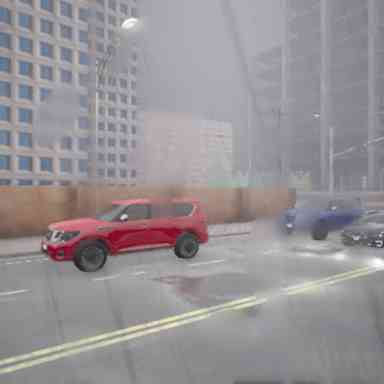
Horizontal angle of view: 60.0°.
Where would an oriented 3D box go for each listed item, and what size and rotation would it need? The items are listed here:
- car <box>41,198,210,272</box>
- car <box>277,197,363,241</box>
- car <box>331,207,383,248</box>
[{"bbox_3d":[-1.972,1.237,11.173,5.566,2.045,2.150,0,0,-36],"label":"car"},{"bbox_3d":[6.888,1.268,17.383,5.566,2.045,2.150,0,0,-35],"label":"car"},{"bbox_3d":[8.245,1.549,14.063,4.892,1.490,1.837,1,0,-35],"label":"car"}]
